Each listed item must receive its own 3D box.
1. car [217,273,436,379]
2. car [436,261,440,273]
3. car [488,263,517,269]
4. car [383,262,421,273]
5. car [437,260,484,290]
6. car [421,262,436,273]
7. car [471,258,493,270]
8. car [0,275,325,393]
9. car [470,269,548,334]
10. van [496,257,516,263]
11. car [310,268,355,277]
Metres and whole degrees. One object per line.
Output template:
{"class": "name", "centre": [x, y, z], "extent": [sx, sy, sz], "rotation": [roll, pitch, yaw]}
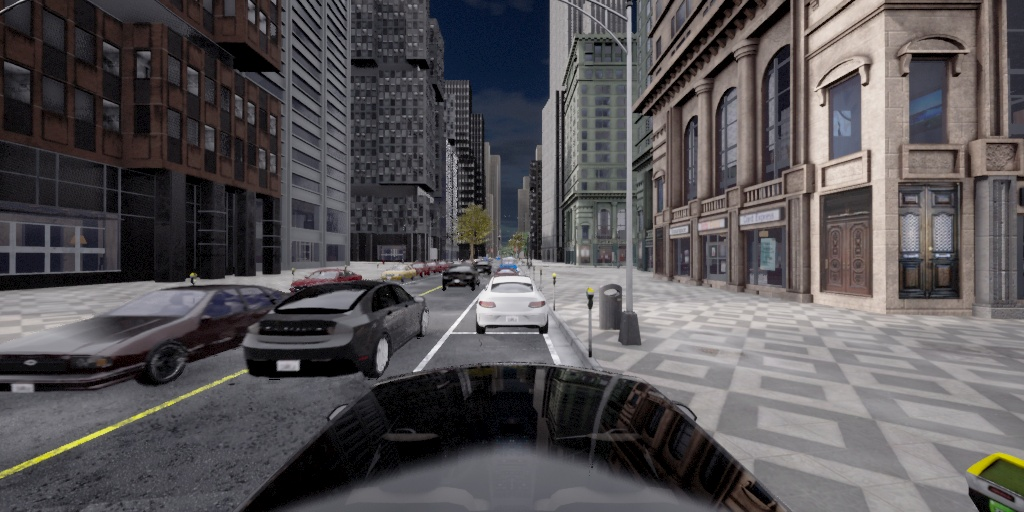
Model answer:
{"class": "car", "centre": [-3.048, 1.255, 7.307], "extent": [1.837, 1.490, 4.892], "rotation": [0, 0, 0]}
{"class": "car", "centre": [-8.923, 1.299, 39.680], "extent": [1.888, 1.381, 4.507], "rotation": [0, 0, 0]}
{"class": "car", "centre": [-0.373, 1.334, 23.087], "extent": [1.802, 1.307, 4.207], "rotation": [0, 0, 0]}
{"class": "car", "centre": [-8.921, 1.278, 28.459], "extent": [1.751, 1.417, 4.829], "rotation": [0, 0, 0]}
{"class": "car", "centre": [-3.048, 1.229, 22.257], "extent": [1.882, 1.535, 5.008], "rotation": [0, 0, 0]}
{"class": "car", "centre": [-8.922, 1.298, 34.154], "extent": [1.888, 1.381, 4.507], "rotation": [0, 0, 0]}
{"class": "car", "centre": [-3.147, 1.232, 38.601], "extent": [1.882, 1.535, 5.008], "rotation": [0, 0, 0]}
{"class": "car", "centre": [-6.247, 1.298, 7.238], "extent": [2.033, 1.411, 5.357], "rotation": [0, 0, 0]}
{"class": "car", "centre": [0.003, 1.276, 10.500], "extent": [1.812, 1.442, 4.674], "rotation": [0, 0, 0]}
{"class": "van", "centre": [-0.371, 1.094, 34.137], "extent": [1.690, 1.789, 3.998], "rotation": [0, 0, 0]}
{"class": "car", "centre": [-8.919, 1.296, 17.578], "extent": [1.888, 1.381, 4.507], "rotation": [0, 0, 0]}
